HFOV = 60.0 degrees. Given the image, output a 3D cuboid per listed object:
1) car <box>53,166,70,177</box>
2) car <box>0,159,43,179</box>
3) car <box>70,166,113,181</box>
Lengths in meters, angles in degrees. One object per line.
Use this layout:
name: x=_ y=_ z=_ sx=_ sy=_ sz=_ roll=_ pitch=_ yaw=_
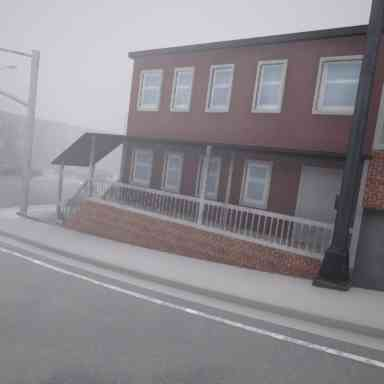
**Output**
car: x=-14.692 y=-2.661 z=42.182 sx=2.033 sy=1.411 sz=5.357 roll=11 pitch=6 yaw=35
car: x=-17.415 y=-2.135 z=32.489 sx=2.033 sy=1.411 sz=5.357 roll=11 pitch=6 yaw=37
car: x=-11.773 y=-2.171 z=40.296 sx=1.837 sy=1.490 sz=4.892 roll=11 pitch=6 yaw=35
